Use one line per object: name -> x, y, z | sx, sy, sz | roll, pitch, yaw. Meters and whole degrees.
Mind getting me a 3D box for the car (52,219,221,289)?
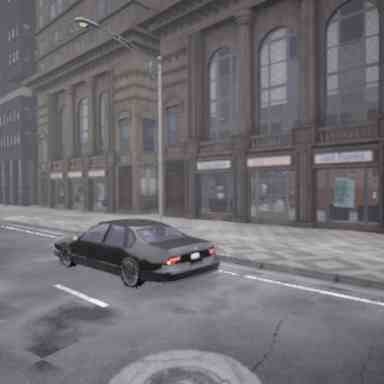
car -> -1.775, 1.445, 8.986 | 5.357, 1.411, 2.033 | 0, 1, 43
